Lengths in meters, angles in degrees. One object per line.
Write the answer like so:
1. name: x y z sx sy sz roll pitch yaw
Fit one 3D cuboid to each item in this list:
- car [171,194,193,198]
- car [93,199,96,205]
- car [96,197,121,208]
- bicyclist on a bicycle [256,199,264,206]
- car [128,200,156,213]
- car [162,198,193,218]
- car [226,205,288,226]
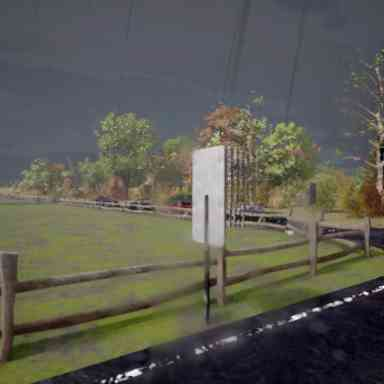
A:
1. car: -1.219 1.286 37.382 2.150 2.045 5.566 0 0 -35
2. car: -15.996 1.538 58.697 1.882 1.535 5.008 0 0 -35
3. car: -11.712 1.624 47.423 1.994 1.385 4.181 0 0 -34
4. bicyclist on a bicycle: 6.405 1.513 31.678 1.656 1.620 0.582 0 0 -35
5. car: -5.835 1.623 38.876 1.994 1.385 4.181 0 0 -35
6. car: -0.650 1.580 31.375 1.812 1.442 4.674 0 0 -35
7. car: 4.534 1.644 23.891 1.895 1.301 4.718 0 0 -35
